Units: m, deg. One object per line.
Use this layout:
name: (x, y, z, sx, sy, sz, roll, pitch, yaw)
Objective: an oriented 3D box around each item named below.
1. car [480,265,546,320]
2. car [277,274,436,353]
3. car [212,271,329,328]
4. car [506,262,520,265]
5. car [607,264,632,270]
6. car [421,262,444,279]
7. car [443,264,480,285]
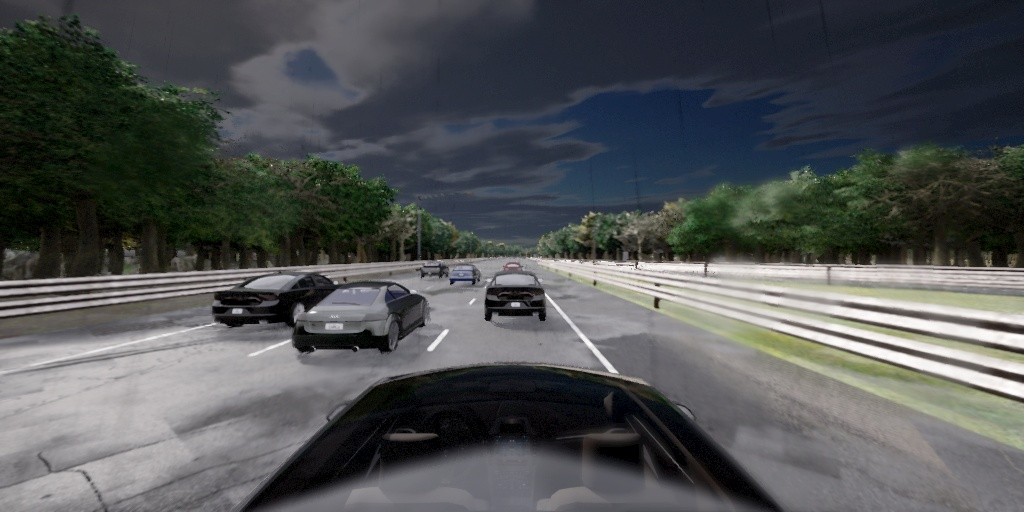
car: (0.102, 1.233, 12.679, 1.882, 1.535, 5.008, 0, 0, 0)
car: (-3.400, 1.317, 8.854, 1.994, 1.385, 4.181, 0, 0, 0)
car: (-6.893, 1.224, 11.477, 1.882, 1.535, 5.008, 0, 0, 0)
car: (0.106, 1.310, 33.608, 1.812, 1.442, 4.674, 0, 0, 0)
car: (16.961, 1.555, 56.955, 1.895, 1.301, 4.718, 0, 0, -17)
car: (-6.888, 1.258, 32.470, 2.128, 1.511, 4.902, 0, -1, 0)
car: (-3.397, 1.319, 26.630, 2.033, 1.411, 5.357, 0, 0, 0)
